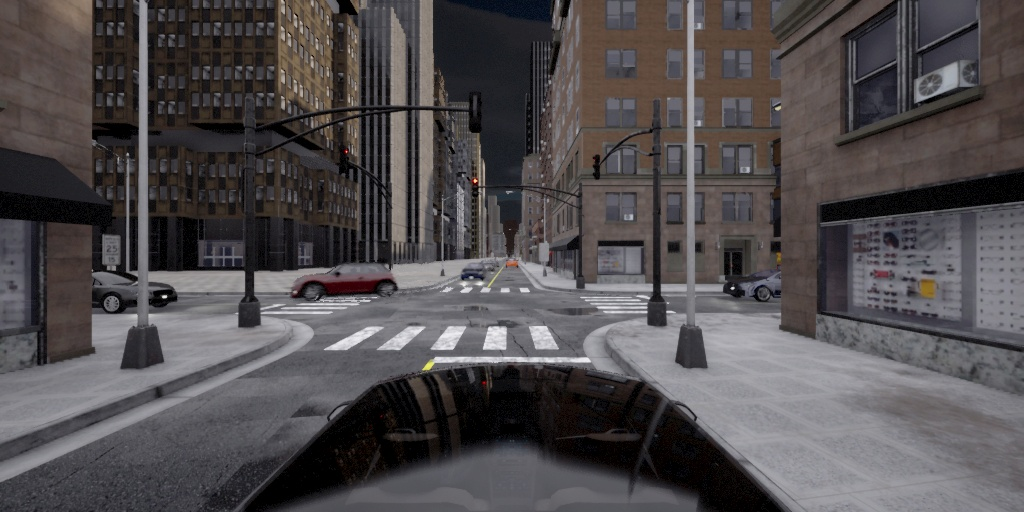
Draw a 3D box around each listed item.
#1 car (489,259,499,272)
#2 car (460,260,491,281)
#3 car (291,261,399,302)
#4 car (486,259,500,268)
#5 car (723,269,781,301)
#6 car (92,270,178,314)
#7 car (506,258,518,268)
[{"bbox_3d":[-3.176,1.242,45.798,2.128,1.511,4.902,0,0,0],"label":"car"},{"bbox_3d":[-3.156,1.298,30.408,2.033,1.411,5.357,0,0,0],"label":"car"},{"bbox_3d":[-7.834,1.108,17.023,4.553,1.767,2.097,0,-1,-29],"label":"car"},{"bbox_3d":[-3.138,1.242,59.960,2.128,1.511,4.902,0,0,0],"label":"car"},{"bbox_3d":[12.222,1.313,16.654,4.181,1.385,1.994,0,0,-1],"label":"car"},{"bbox_3d":[-15.257,1.259,13.222,4.892,1.490,1.837,0,0,0],"label":"car"},{"bbox_3d":[-0.015,1.101,61.649,2.097,1.767,4.553,0,0,0],"label":"car"}]
